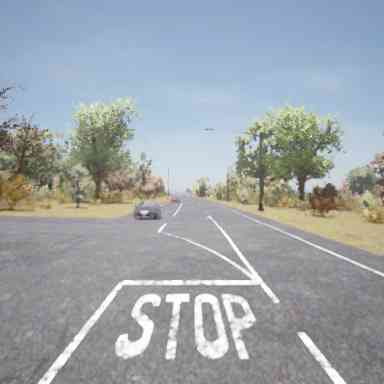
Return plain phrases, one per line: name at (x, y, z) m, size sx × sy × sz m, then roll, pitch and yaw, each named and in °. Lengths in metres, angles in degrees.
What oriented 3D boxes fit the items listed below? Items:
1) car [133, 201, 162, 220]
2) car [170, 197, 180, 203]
car at (-3.529, 1.465, 26.896) m, size 2.128 × 1.511 × 4.902 m, roll 1°, pitch -2°, yaw 0°
car at (-3.831, 1.747, 74.406) m, size 1.882 × 1.535 × 5.008 m, roll 0°, pitch 0°, yaw 3°
